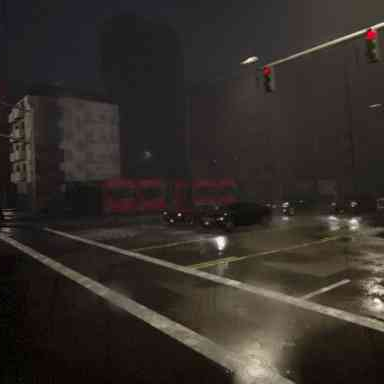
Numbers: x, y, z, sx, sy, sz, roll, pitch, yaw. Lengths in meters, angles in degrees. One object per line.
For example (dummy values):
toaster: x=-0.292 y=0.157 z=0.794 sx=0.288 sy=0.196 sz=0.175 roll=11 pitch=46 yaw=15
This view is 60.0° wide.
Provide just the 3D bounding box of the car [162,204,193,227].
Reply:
car: x=0.471 y=1.362 z=21.186 sx=4.718 sy=1.301 sz=1.895 roll=-1 pitch=1 yaw=-40

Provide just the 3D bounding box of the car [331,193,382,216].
car: x=13.336 y=0.922 z=27.277 sx=4.553 sy=1.767 sz=2.097 roll=-1 pitch=0 yaw=-39

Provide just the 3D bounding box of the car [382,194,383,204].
car: x=24.171 y=0.916 z=40.693 sx=4.674 sy=1.442 sz=1.812 roll=-1 pitch=0 yaw=-39

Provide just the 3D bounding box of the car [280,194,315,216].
car: x=8.241 y=0.974 z=27.611 sx=4.553 sy=1.767 sz=2.097 roll=-1 pitch=0 yaw=-39

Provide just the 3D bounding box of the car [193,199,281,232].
car: x=2.571 y=1.283 z=18.404 sx=4.674 sy=1.442 sz=1.812 roll=-1 pitch=1 yaw=-39
